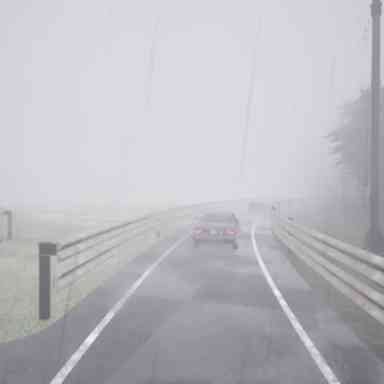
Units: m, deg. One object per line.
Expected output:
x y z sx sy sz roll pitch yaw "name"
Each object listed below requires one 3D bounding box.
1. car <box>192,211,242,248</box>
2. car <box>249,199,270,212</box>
1.198 1.561 14.899 2.033 1.411 5.357 0 0 9 "car"
8.083 1.555 39.620 1.882 1.535 5.008 0 0 22 "car"
